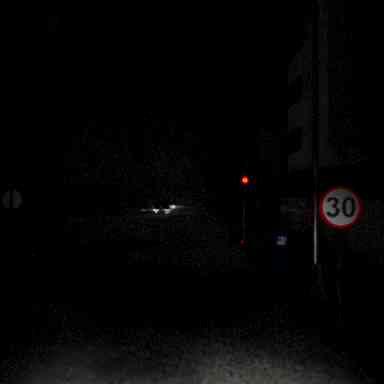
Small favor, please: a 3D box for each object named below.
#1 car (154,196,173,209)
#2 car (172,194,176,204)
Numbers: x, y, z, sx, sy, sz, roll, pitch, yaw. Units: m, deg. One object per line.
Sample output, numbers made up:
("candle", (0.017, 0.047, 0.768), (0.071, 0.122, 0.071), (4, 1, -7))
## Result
("car", (-4.119, 1.592, 46.000), (1.837, 1.490, 4.892), (0, 0, 0))
("car", (-4.050, 1.615, 65.281), (2.128, 1.511, 4.902), (0, 0, 0))
